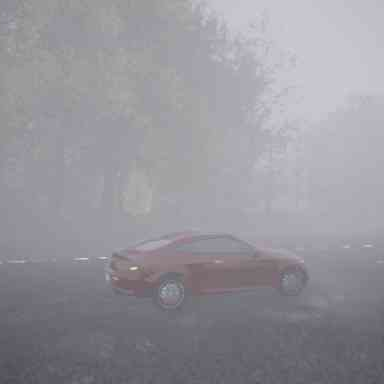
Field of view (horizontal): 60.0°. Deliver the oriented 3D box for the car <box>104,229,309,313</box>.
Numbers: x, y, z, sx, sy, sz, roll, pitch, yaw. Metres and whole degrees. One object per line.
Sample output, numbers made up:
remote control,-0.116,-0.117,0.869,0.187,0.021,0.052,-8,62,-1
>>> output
car,0.439,1.575,7.514,4.674,1.442,1.812,2,-2,-24
